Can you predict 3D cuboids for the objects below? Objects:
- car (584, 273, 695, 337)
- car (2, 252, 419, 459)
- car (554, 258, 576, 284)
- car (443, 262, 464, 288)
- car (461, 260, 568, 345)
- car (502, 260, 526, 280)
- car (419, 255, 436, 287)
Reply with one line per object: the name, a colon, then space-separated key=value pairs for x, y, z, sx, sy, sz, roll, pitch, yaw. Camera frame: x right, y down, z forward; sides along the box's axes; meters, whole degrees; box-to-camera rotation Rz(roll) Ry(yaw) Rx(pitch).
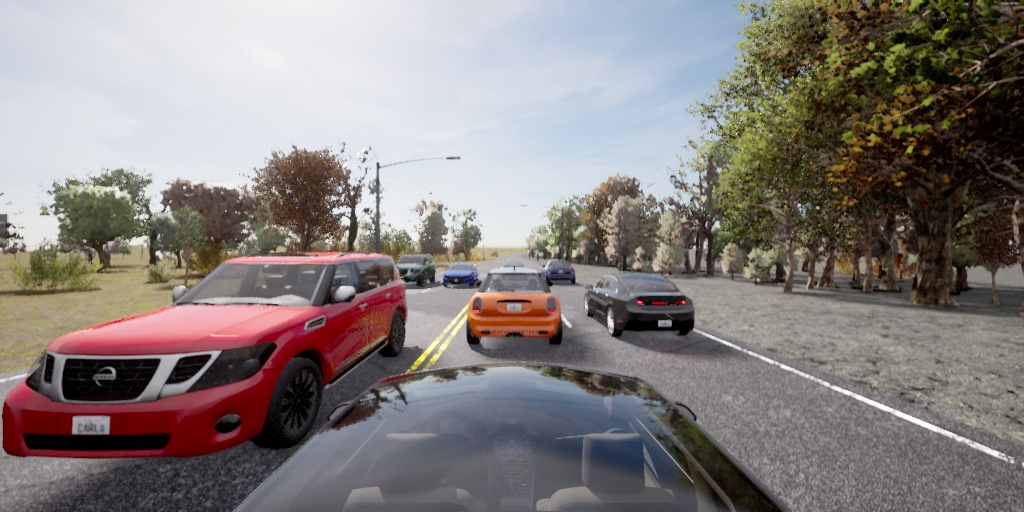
car: x=3.319 y=1.229 z=10.211 sx=1.837 sy=1.490 sz=4.892 roll=-1 pitch=0 yaw=0
car: x=-3.313 y=0.961 z=5.586 sx=2.150 sy=2.045 sz=5.566 roll=0 pitch=0 yaw=0
car: x=3.329 y=1.044 z=26.442 sx=2.097 sy=1.767 sz=4.553 roll=-1 pitch=0 yaw=0
car: x=-3.330 y=1.182 z=23.879 sx=1.882 sy=1.535 sz=5.008 roll=0 pitch=0 yaw=0
car: x=0.065 y=1.086 z=9.639 sx=2.097 sy=1.767 sz=4.553 roll=0 pitch=0 yaw=0
car: x=0.126 y=1.168 z=30.992 sx=1.882 sy=1.535 sz=5.008 roll=0 pitch=0 yaw=-1
car: x=-6.580 y=0.926 z=24.072 sx=2.150 sy=2.045 sz=5.566 roll=0 pitch=0 yaw=0
